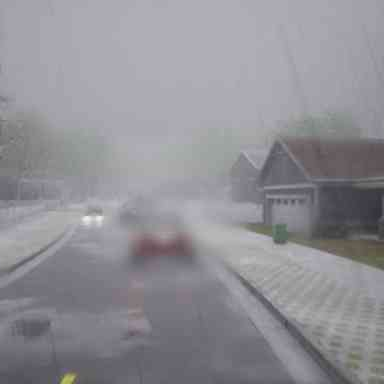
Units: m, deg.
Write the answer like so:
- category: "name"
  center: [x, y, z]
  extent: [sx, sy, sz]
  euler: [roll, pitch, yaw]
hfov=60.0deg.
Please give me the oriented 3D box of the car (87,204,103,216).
- category: "car"
  center: [-11.764, 2.151, 40.294]
  extent: [1.895, 1.301, 4.718]
  euler: [0, -1, -16]

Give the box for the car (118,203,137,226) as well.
- category: "car"
  center: [-4.908, 1.709, 27.235]
  extent: [2.097, 1.767, 4.553]
  euler: [0, -1, -16]

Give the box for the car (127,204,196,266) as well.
- category: "car"
  center: [-1.222, 1.512, 12.473]
  extent: [2.097, 1.767, 4.553]
  euler: [0, -1, -9]
